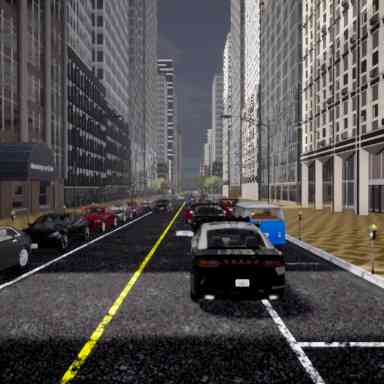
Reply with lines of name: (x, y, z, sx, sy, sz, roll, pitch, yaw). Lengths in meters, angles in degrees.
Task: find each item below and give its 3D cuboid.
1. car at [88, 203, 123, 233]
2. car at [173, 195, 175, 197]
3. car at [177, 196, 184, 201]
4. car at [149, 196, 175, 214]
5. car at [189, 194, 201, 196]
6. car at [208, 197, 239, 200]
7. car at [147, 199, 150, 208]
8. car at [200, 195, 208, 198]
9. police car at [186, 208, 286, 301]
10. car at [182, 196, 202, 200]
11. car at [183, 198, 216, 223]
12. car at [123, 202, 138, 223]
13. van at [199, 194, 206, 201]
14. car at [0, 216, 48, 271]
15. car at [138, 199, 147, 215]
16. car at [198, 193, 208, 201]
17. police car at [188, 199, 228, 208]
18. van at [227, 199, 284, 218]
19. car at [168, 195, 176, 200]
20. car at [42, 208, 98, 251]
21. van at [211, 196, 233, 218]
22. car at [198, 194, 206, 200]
car: (-5.688, 1.540, 19.764, 1.887, 1.381, 4.507, -1, 0, 0)
car: (-5.656, 1.504, 82.114, 1.752, 1.417, 4.829, -1, 0, 0)
car: (-2.956, 1.577, 87.557, 1.895, 1.301, 4.718, 0, 0, 0)
car: (-3.076, 1.496, 35.673, 1.837, 1.490, 4.892, 0, 0, 0)
car: (0.030, 1.337, 59.406, 2.097, 1.767, 4.553, 0, 0, 0)
car: (2.693, 1.309, 25.443, 2.192, 1.841, 5.009, -1, 0, 0)
car: (-5.677, 1.541, 42.498, 2.008, 1.369, 4.403, -1, 0, 0)
car: (2.710, 1.538, 53.861, 2.008, 1.369, 4.403, -1, 0, 0)
police car: (0.903, 1.423, 8.532, 1.930, 1.638, 5.238, 0, 0, 0)
car: (0.039, 1.590, 46.005, 1.895, 1.301, 4.718, 0, 0, 1)
car: (0.655, 1.472, 24.522, 1.882, 1.535, 5.008, 0, 0, 7)
car: (-5.686, 1.545, 25.447, 2.008, 1.369, 4.403, -1, 0, 0)
van: (2.725, 1.317, 87.963, 1.690, 1.788, 3.998, -1, 0, 0)
car: (-5.694, 1.549, 8.396, 2.008, 1.369, 4.403, -1, 0, 0)
car: (-5.682, 1.575, 31.131, 1.802, 1.307, 4.206, -1, 0, 0)
car: (2.722, 1.293, 82.280, 2.192, 1.841, 5.009, -1, 0, 0)
police car: (0.909, 1.421, 18.533, 1.930, 1.638, 5.238, 0, 0, 0)
van: (2.687, 1.338, 14.076, 1.690, 1.788, 3.998, -1, 0, 0)
car: (-5.650, 1.540, 93.651, 1.947, 1.339, 4.313, -1, 0, 0)
car: (-5.691, 1.563, 14.080, 1.947, 1.339, 4.313, -1, 0, 0)
van: (2.696, 1.334, 31.127, 1.690, 1.788, 3.998, -1, 0, 0)
car: (2.729, 1.414, 93.647, 1.967, 1.590, 4.097, -1, 0, 0)
